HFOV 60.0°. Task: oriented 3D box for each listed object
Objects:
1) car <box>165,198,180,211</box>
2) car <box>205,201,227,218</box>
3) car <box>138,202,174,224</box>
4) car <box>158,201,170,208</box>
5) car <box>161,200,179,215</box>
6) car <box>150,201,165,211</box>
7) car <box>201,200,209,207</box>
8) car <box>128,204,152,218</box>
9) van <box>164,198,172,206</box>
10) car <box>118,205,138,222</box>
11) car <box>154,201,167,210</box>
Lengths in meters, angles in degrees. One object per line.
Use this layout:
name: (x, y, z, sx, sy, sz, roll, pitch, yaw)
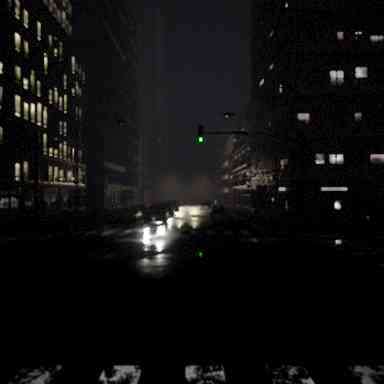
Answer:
car: (-2.917, 1.977, 48.085, 2.097, 1.767, 4.553, 0, -1, 0)
car: (2.807, 2.019, 36.282, 2.008, 1.369, 4.403, -1, -1, 0)
car: (-2.997, 1.865, 28.635, 2.128, 1.511, 4.902, 0, -1, 0)
car: (-5.474, 2.386, 64.581, 1.887, 1.381, 4.507, -1, -1, 0)
car: (-2.957, 1.987, 38.120, 2.128, 1.511, 4.902, 0, -1, 0)
car: (-5.513, 2.239, 53.273, 1.887, 1.381, 4.507, -1, -1, 0)
car: (2.924, 2.349, 70.208, 1.967, 1.590, 4.097, -1, -1, 0)
car: (-5.573, 2.040, 36.311, 1.947, 1.339, 4.313, -1, -1, 0)
van: (-5.437, 2.329, 75.893, 1.690, 1.788, 3.998, -1, -1, 0)
car: (-5.593, 1.924, 30.488, 1.752, 1.417, 4.829, -1, -1, 0)
car: (-5.493, 2.350, 58.927, 1.802, 1.307, 4.206, -1, -1, 0)
